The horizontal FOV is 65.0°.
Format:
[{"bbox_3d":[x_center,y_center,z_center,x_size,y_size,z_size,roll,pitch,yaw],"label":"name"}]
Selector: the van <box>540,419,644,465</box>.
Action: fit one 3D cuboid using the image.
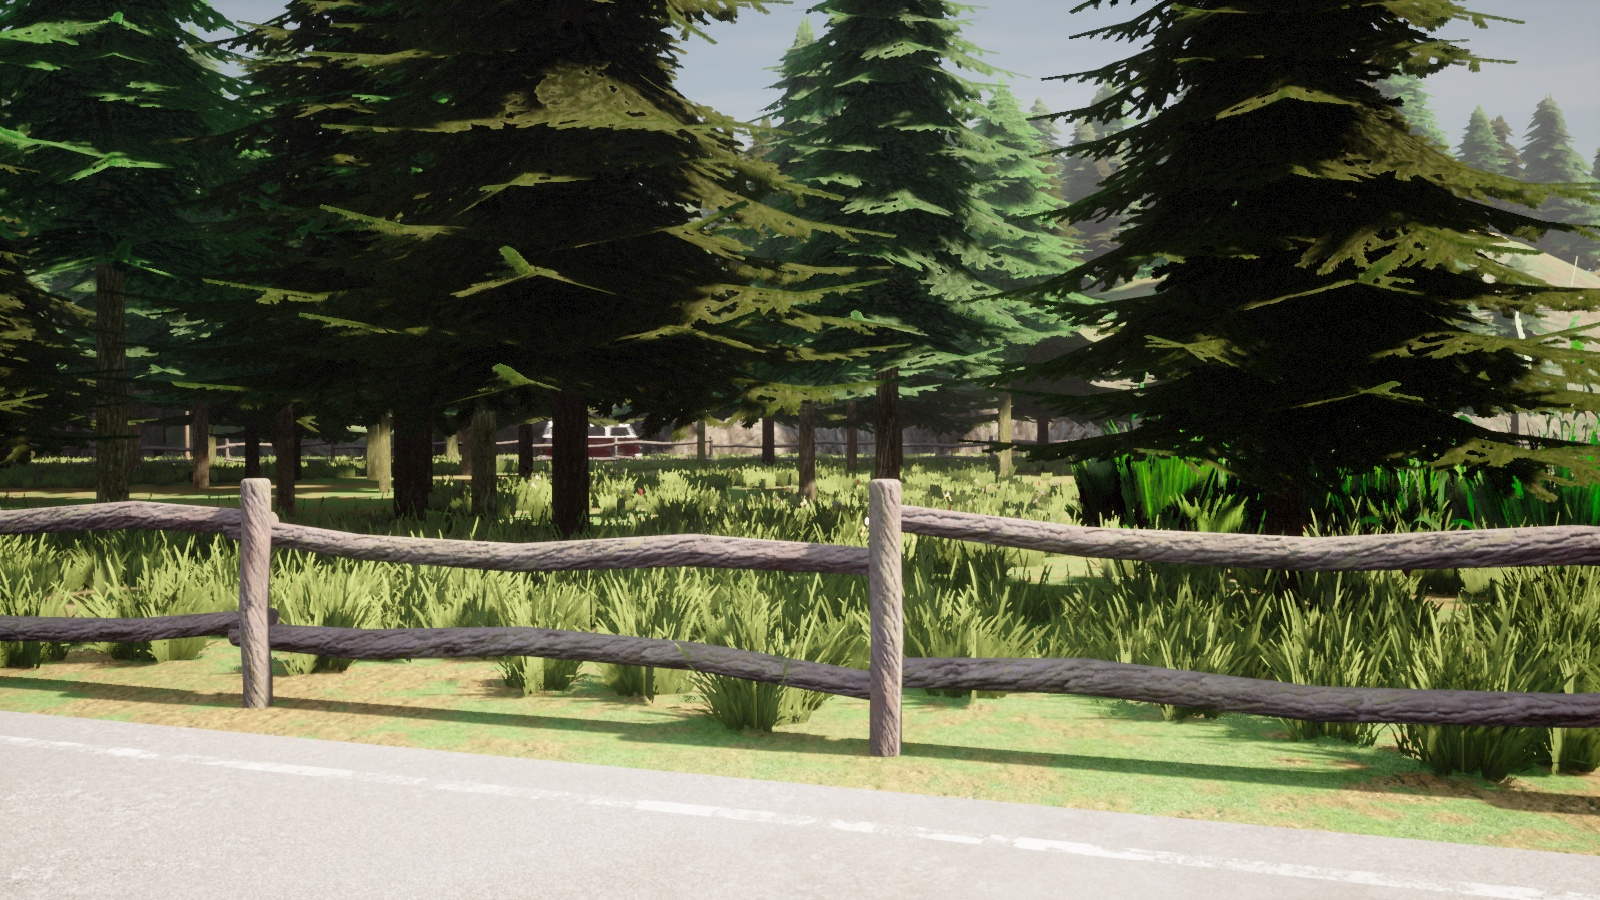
[{"bbox_3d":[-9.286,-0.353,56.407,4.480,2.038,2.069,0,1,-6],"label":"van"}]
